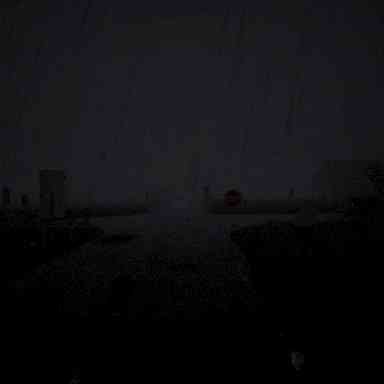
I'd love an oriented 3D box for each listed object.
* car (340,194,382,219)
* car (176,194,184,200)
[{"bbox_3d":[13.910,1.033,25.352,4.553,1.767,2.097,-1,1,1],"label":"car"},{"bbox_3d":[-2.767,1.182,77.452,2.033,1.411,5.357,0,0,0],"label":"car"}]
